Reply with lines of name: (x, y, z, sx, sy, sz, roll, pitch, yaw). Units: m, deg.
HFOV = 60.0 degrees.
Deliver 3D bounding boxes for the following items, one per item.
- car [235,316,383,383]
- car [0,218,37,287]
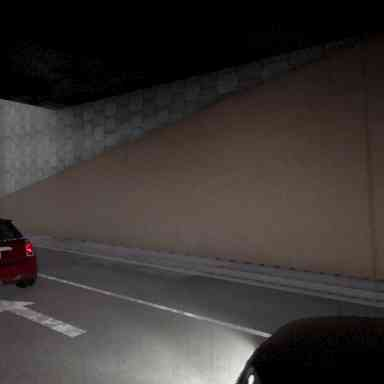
car: (2.348, 1.564, 2.208, 4.181, 1.385, 1.994, 0, 0, 36)
car: (-5.835, 1.351, 8.152, 4.553, 1.767, 2.097, 0, 0, 36)
